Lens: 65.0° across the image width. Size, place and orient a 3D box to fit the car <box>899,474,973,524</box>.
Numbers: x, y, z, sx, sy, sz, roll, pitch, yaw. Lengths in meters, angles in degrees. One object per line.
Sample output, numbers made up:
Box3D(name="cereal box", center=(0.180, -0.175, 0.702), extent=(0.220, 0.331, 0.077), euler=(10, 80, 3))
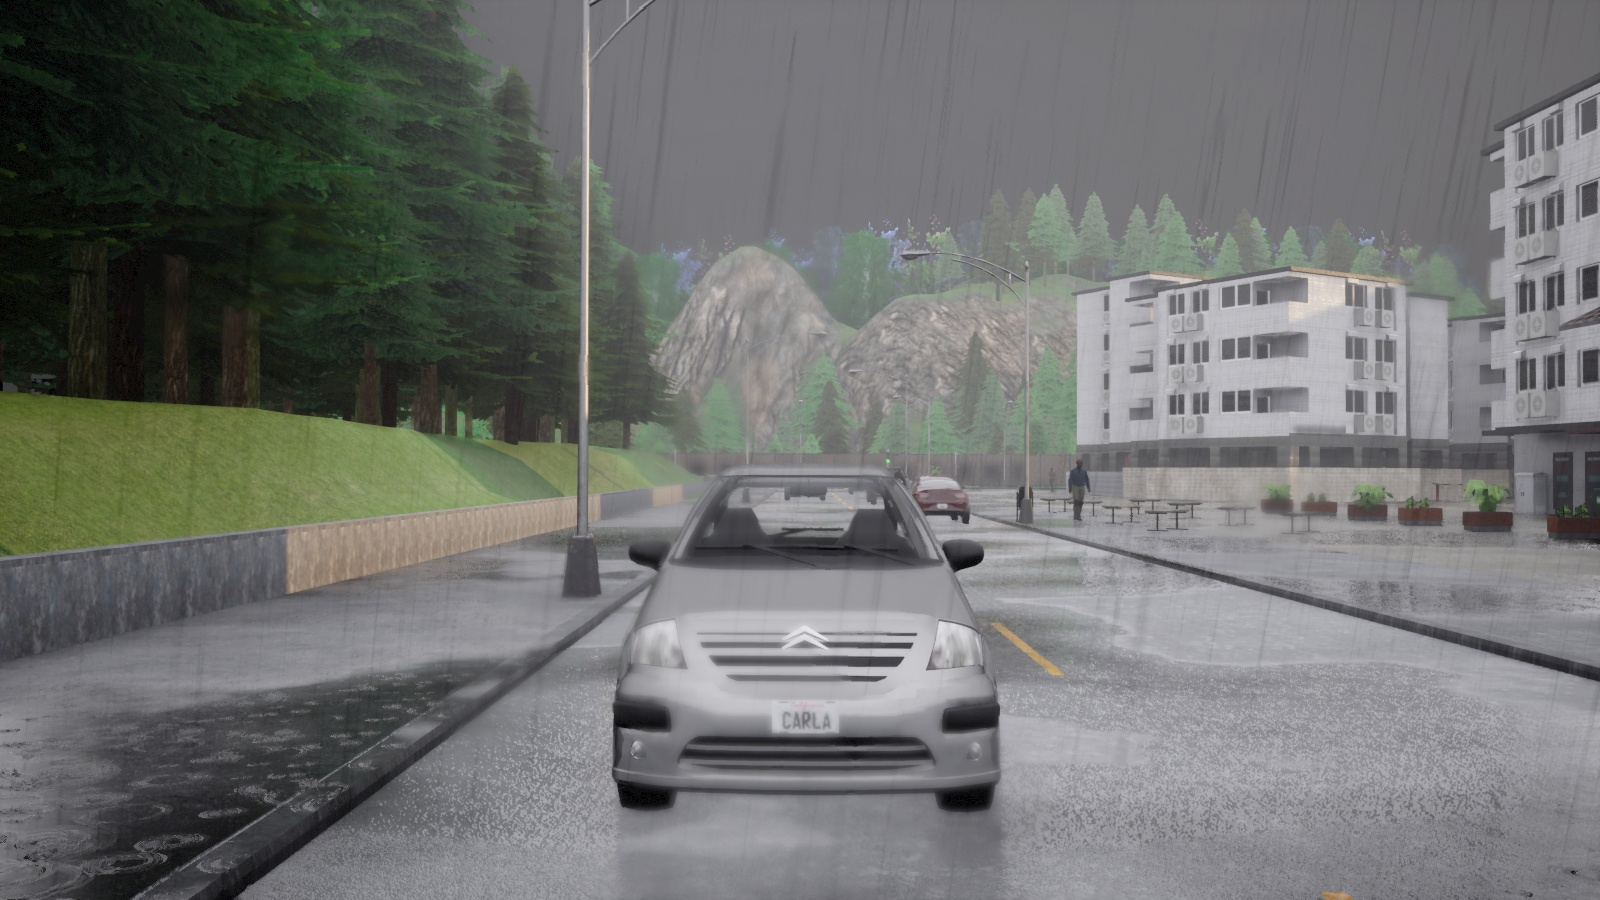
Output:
Box3D(name="car", center=(4.171, 1.478, 39.056), extent=(1.812, 1.442, 4.674), euler=(0, -1, 0))

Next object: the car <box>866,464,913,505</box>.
Box3D(name="car", center=(4.253, 1.622, 60.181), extent=(1.932, 1.855, 4.605), euler=(0, -1, 0))

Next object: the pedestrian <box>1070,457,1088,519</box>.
Box3D(name="pedestrian", center=(8.282, 1.116, 37.317), extent=(0.370, 1.835, 0.726), euler=(0, -1, 2))

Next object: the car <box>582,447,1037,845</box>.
Box3D(name="car", center=(0.044, 0.832, 7.120), extent=(1.851, 1.617, 3.988), euler=(0, -1, 0))
